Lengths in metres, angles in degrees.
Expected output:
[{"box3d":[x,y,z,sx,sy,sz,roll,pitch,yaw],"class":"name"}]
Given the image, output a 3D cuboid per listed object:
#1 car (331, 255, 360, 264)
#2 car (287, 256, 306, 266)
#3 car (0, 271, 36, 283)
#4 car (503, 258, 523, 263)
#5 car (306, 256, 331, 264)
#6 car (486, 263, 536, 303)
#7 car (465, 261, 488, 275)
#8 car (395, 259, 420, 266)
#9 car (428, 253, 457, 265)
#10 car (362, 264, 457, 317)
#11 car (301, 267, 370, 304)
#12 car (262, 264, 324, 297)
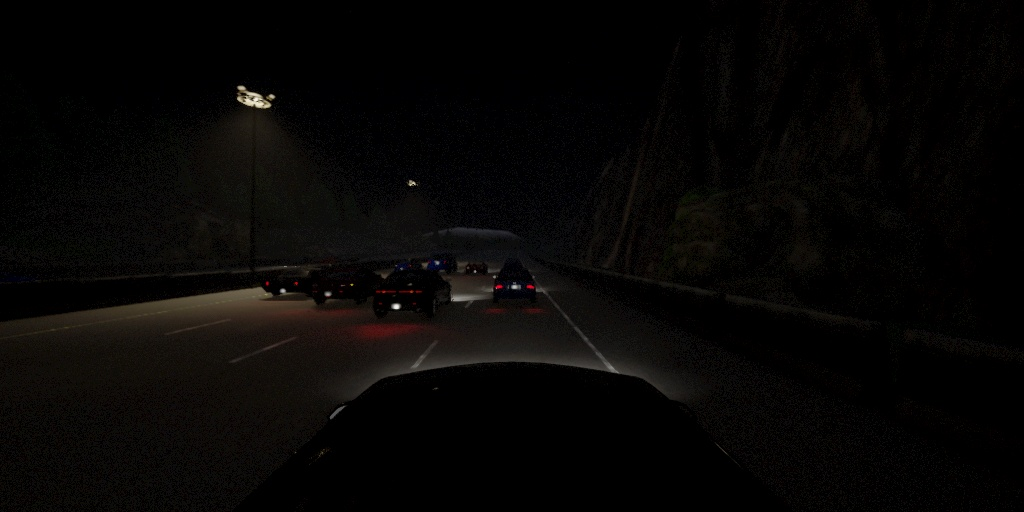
[{"box3d":[-24.490,0.695,53.574,1.882,1.535,5.008,0,1,0],"class":"car"},{"box3d":[-31.490,0.760,53.577,1.812,1.442,4.674,0,1,0],"class":"car"},{"box3d":[-21.097,1.236,13.377,1.812,1.442,4.674,0,0,0],"class":"car"},{"box3d":[0.106,0.967,36.432,1.882,1.535,5.008,0,1,0],"class":"car"},{"box3d":[-27.990,0.720,53.575,1.882,1.535,5.008,0,1,0],"class":"car"},{"box3d":[0.103,1.240,16.384,2.033,1.411,5.357,0,0,0],"class":"car"},{"box3d":[-3.394,1.107,35.203,1.895,1.301,4.718,0,1,0],"class":"car"},{"box3d":[-10.393,1.018,36.207,1.812,1.442,4.674,0,1,0],"class":"car"},{"box3d":[-6.893,0.719,35.835,2.150,2.045,5.566,0,1,0],"class":"car"},{"box3d":[-3.398,1.219,12.953,1.837,1.490,4.892,0,0,0],"class":"car"},{"box3d":[-6.910,1.222,15.761,1.812,1.442,4.674,0,0,0],"class":"car"},{"box3d":[-10.396,1.280,18.490,1.895,1.301,4.718,0,0,0],"class":"car"}]
